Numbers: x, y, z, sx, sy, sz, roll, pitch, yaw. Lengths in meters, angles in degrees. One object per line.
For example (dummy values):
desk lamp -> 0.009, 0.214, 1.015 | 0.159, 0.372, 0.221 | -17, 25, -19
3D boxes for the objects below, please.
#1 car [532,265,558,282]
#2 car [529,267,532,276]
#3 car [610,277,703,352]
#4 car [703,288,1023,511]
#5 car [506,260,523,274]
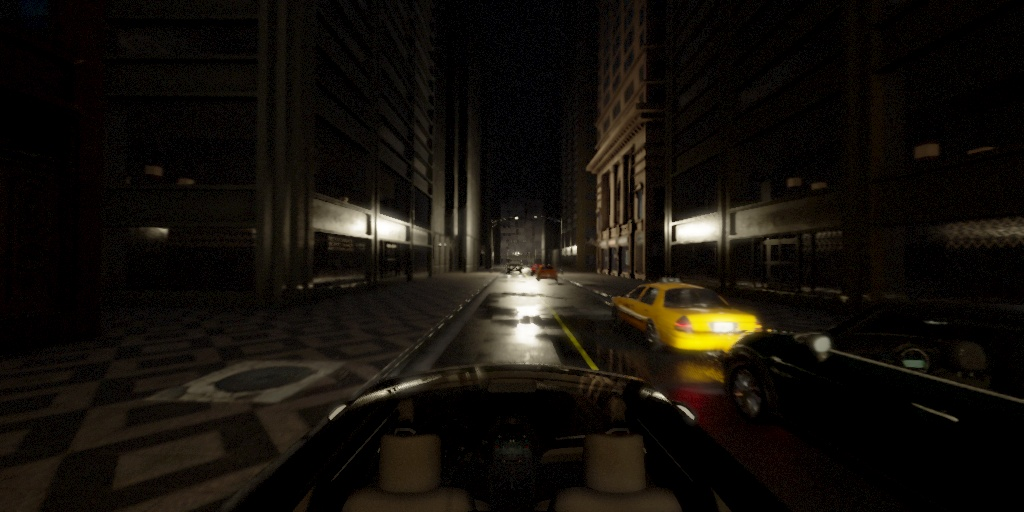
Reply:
car -> 3.295, 1.632, 34.650 | 1.882, 1.535, 5.008 | 0, -1, 1
car -> 3.348, 1.834, 46.734 | 1.812, 1.442, 4.674 | 0, -1, 1
car -> 3.941, 1.322, 9.220 | 1.801, 1.575, 5.366 | 0, -1, 0
car -> 3.892, 1.149, 3.002 | 2.097, 1.767, 4.553 | 1, -1, 0
car -> 0.384, 1.572, 51.885 | 2.150, 2.045, 5.566 | 0, -1, 0
